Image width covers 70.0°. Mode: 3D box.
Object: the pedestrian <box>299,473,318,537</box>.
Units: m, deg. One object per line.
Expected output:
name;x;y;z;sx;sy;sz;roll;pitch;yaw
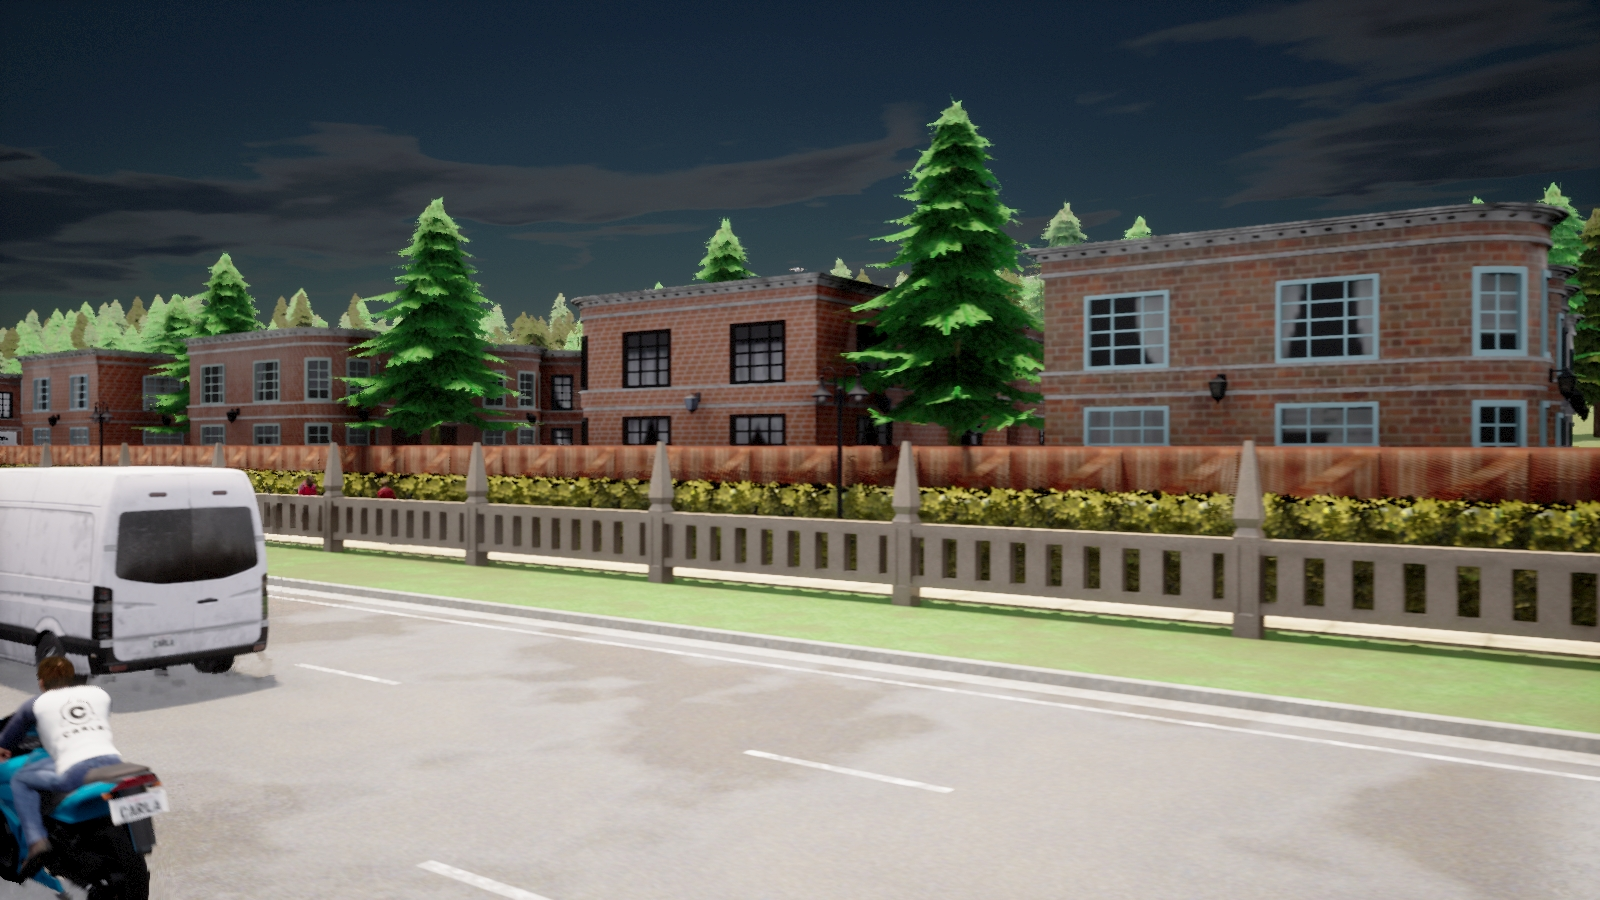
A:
pedestrian;-14.509;1.614;33.722;0.375;1.860;0.375;0;0;34

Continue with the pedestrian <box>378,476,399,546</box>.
pedestrian;-11.019;1.627;30.609;0.375;1.860;0.375;0;0;34

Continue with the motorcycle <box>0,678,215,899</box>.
motorcycle;-4.479;2.161;6.925;2.033;1.199;0.803;0;0;35

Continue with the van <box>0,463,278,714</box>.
van;-9.215;1.488;14.503;5.915;2.561;1.988;0;0;35
